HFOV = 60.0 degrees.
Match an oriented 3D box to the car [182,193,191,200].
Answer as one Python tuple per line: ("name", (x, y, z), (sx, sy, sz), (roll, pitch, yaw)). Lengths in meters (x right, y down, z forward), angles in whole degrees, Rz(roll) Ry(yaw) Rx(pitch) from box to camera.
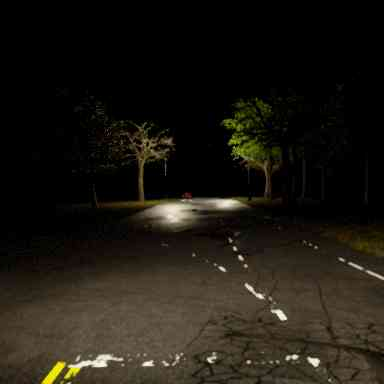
("car", (-1.235, 0.977, 75.979), (1.882, 1.535, 5.008), (-1, 0, 4))
